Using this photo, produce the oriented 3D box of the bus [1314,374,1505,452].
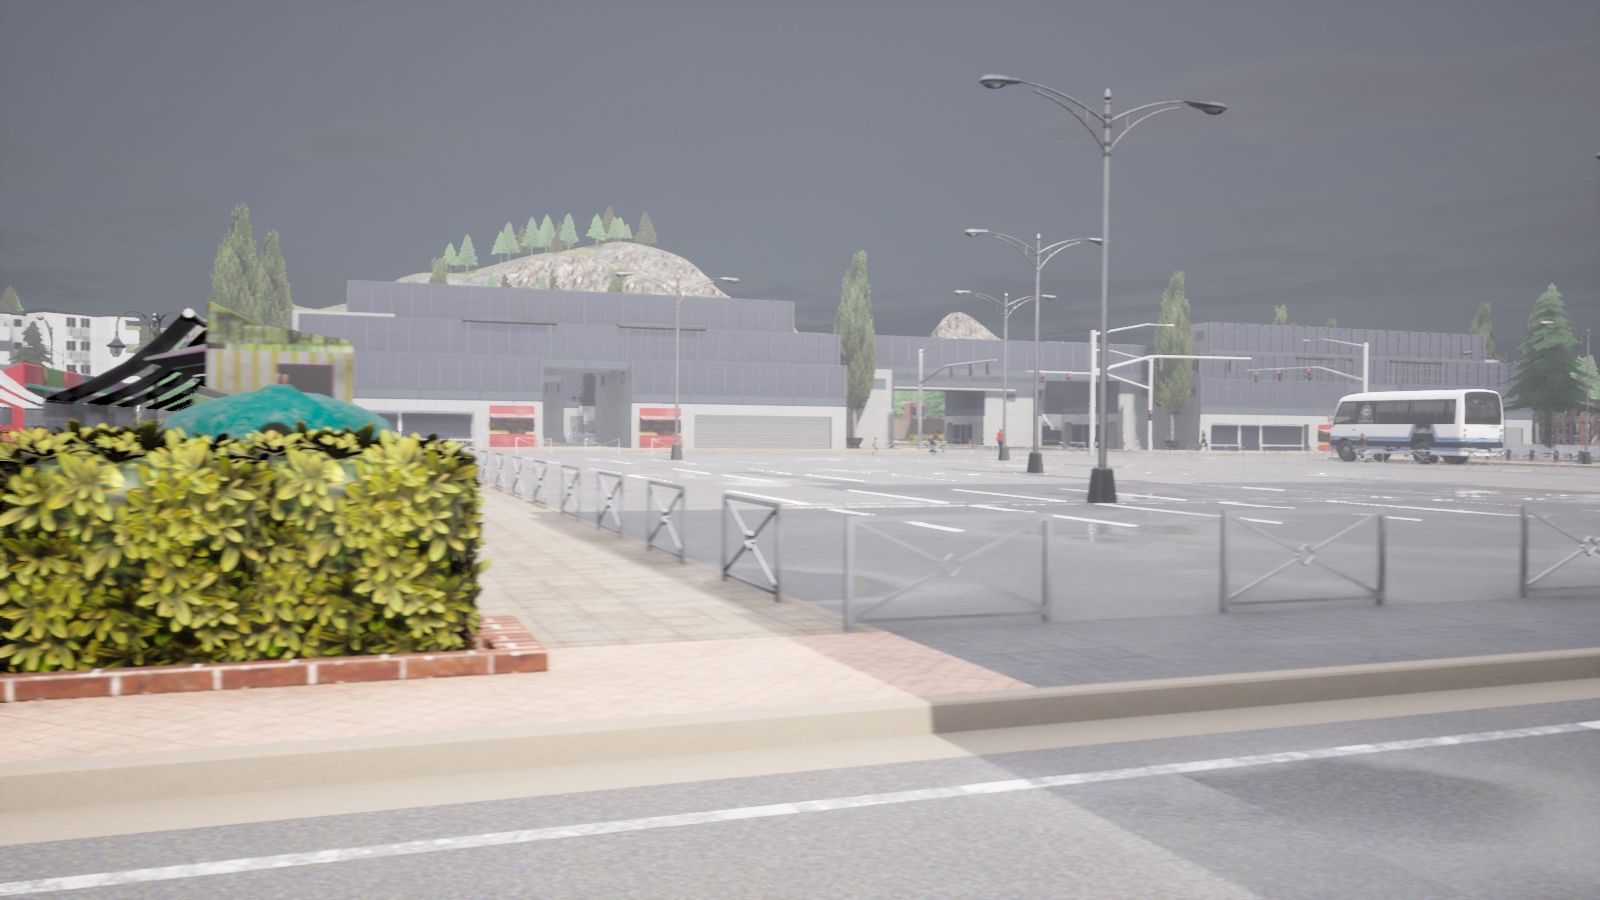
[{"bbox_3d":[35.857,-2.123,74.525,3.944,4.253,10.273,-1,1,-21],"label":"bus"}]
